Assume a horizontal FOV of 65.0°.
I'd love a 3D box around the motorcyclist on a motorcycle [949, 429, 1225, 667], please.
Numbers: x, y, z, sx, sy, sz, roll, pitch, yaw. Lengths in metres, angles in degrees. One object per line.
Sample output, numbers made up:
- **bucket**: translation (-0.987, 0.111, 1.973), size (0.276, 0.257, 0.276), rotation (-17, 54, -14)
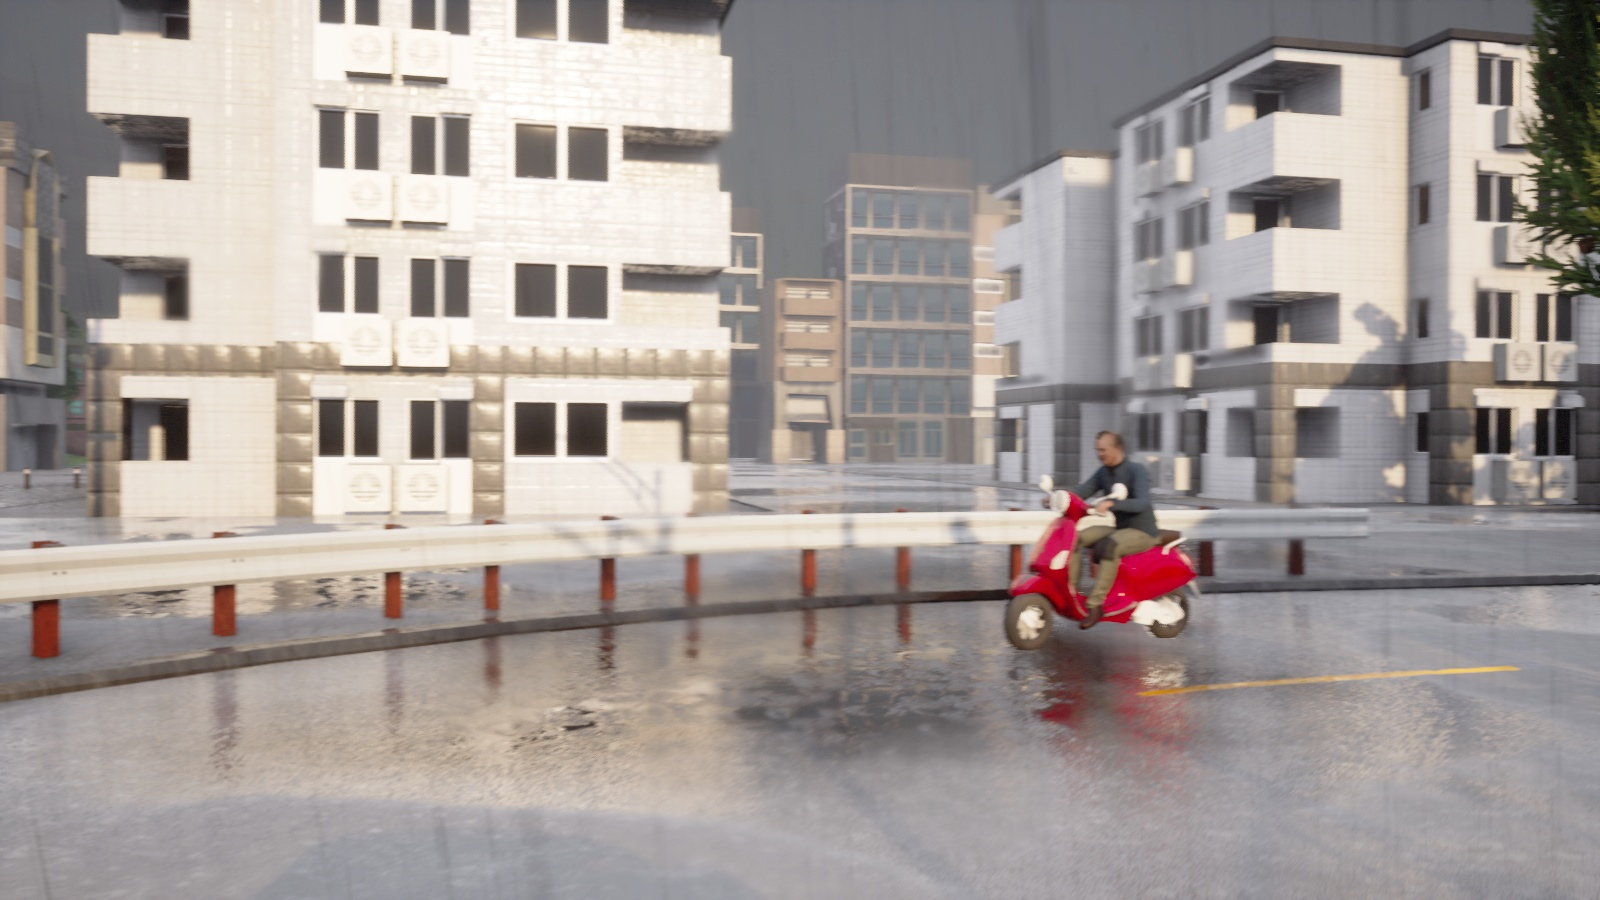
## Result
- **motorcyclist on a motorcycle**: translation (2.114, 0.656, 9.241), size (1.817, 1.590, 0.866), rotation (0, 2, -28)
